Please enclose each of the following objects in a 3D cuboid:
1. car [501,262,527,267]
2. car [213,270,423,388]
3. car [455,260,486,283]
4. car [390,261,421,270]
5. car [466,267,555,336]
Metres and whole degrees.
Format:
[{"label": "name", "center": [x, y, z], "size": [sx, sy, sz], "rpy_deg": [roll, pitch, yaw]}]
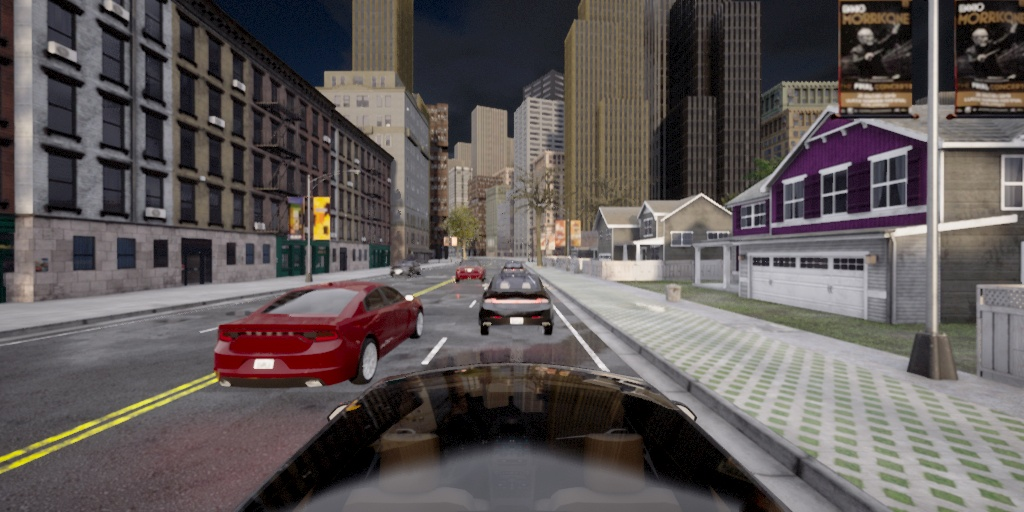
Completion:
[{"label": "car", "center": [0.119, 1.207, 27.836], "size": [2.128, 1.511, 4.902], "rpy_deg": [0, 0, 0]}, {"label": "car", "center": [-3.147, 1.222, 7.042], "size": [1.882, 1.535, 5.008], "rpy_deg": [0, 0, 0]}, {"label": "car", "center": [-3.121, 1.068, 27.851], "size": [2.097, 1.767, 4.553], "rpy_deg": [0, 0, -2]}, {"label": "car", "center": [-9.822, 1.198, 33.328], "size": [2.128, 1.511, 4.902], "rpy_deg": [0, 0, 0]}, {"label": "car", "center": [0.107, 1.232, 10.416], "size": [2.128, 1.511, 4.902], "rpy_deg": [0, 0, 0]}]
